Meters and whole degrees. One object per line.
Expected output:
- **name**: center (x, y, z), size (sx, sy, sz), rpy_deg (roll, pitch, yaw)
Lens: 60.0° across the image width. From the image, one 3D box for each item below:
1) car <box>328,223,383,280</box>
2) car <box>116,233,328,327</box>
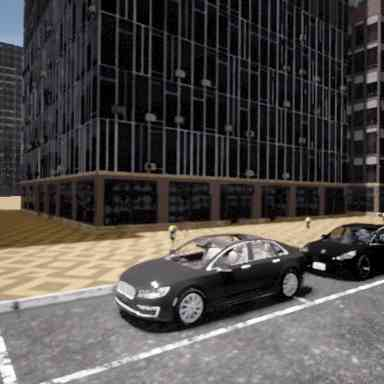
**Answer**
- **car**: center (5.239, 1.660, 10.309), size (4.313, 1.339, 1.947), rpy_deg (1, 0, -36)
- **car**: center (0.609, 1.593, 6.997), size (4.403, 1.369, 2.008), rpy_deg (1, 0, -36)
